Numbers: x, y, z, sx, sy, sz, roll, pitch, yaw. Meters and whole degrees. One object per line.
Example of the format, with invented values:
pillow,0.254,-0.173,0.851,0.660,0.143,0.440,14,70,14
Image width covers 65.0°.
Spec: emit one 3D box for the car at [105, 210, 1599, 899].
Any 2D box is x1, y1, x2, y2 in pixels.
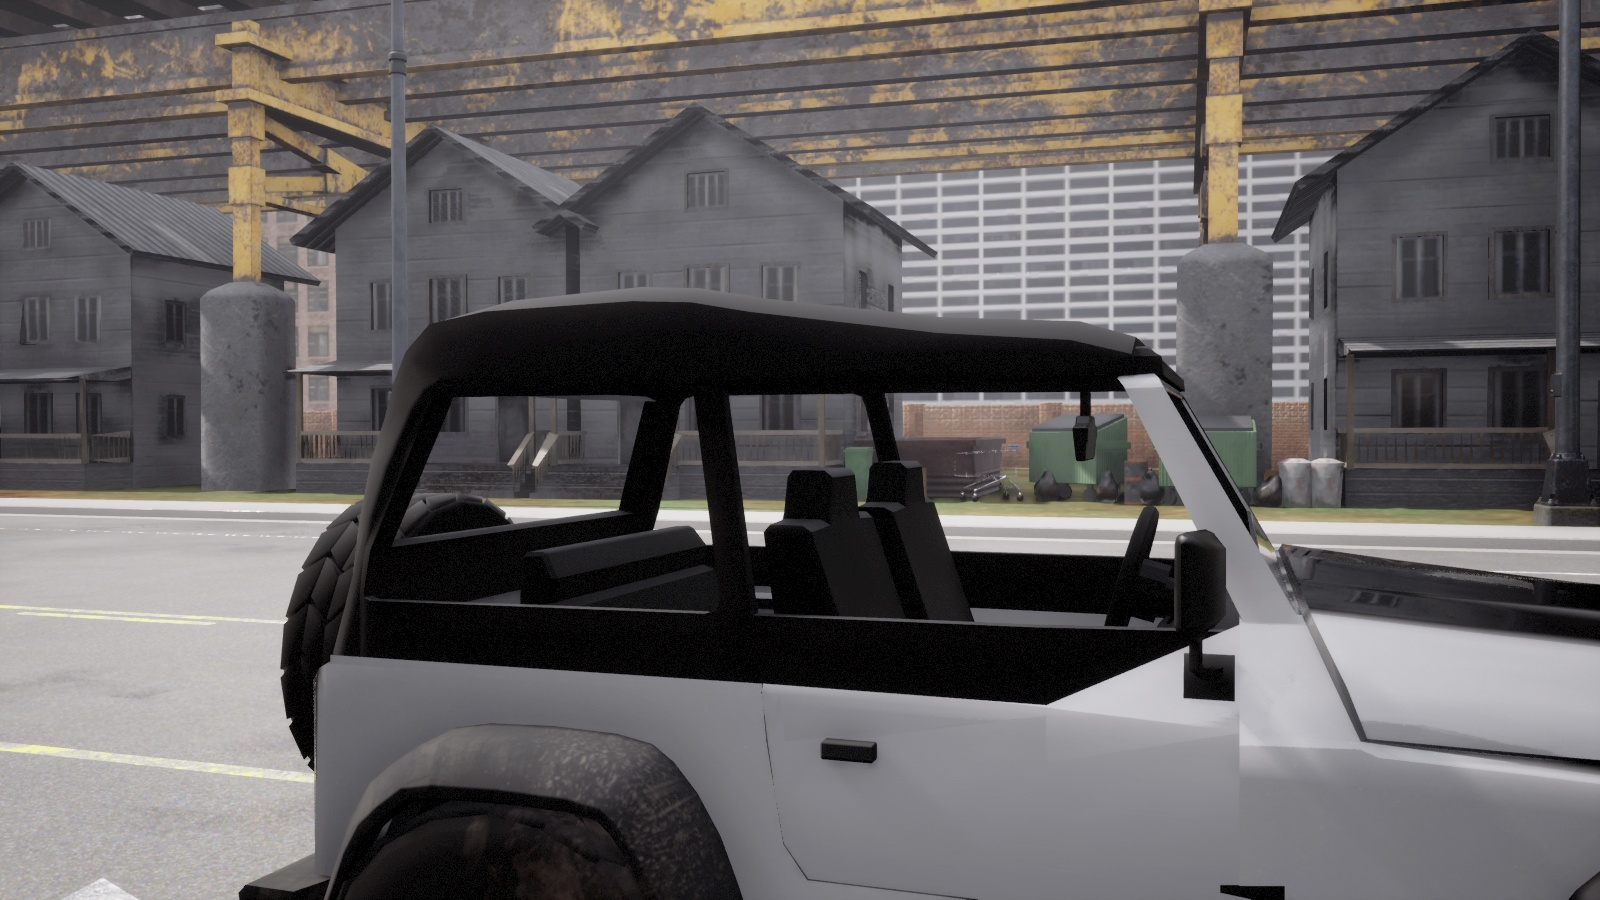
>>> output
car,0.641,0.577,2.981,3.866,1.878,1.905,1,1,19
